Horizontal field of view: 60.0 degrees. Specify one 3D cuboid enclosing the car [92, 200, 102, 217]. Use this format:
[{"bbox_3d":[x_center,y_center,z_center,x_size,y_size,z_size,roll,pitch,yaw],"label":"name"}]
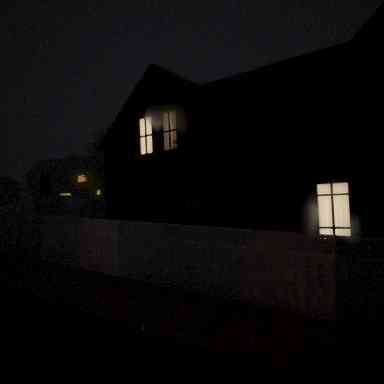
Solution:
[{"bbox_3d":[-7.444,1.386,30.685,1.882,1.535,5.008,-3,-1,20],"label":"car"}]
